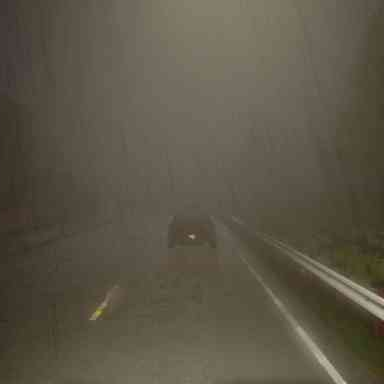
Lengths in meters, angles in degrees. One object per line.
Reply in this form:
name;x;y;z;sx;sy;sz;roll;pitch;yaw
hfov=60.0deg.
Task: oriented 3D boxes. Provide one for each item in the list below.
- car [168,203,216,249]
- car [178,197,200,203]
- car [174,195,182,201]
car;0.000;1.484;14.650;1.882;1.535;5.008;0;0;0
car;0.000;1.484;29.650;1.882;1.535;5.008;0;0;0
car;-3.500;1.485;84.390;1.895;1.301;4.718;0;0;0
